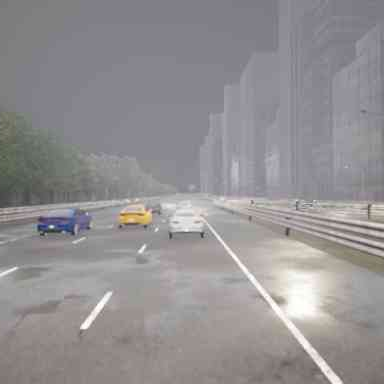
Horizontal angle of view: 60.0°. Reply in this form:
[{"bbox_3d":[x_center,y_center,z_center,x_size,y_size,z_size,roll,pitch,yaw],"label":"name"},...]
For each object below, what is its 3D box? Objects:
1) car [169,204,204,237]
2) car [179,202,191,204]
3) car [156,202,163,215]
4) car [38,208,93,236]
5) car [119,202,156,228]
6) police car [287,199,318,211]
[{"bbox_3d":[-0.326,1.651,18.677,1.812,1.442,4.674,-1,0,-1],"label":"car"},{"bbox_3d":[-0.815,1.787,37.146,1.812,1.442,4.674,-1,0,-1],"label":"car"},{"bbox_3d":[-4.324,1.845,37.547,2.033,1.411,5.357,-1,0,-1],"label":"car"},{"bbox_3d":[-7.360,1.677,19.783,1.882,1.535,5.008,-1,0,-2],"label":"car"},{"bbox_3d":[-3.969,1.674,23.877,1.882,1.535,5.008,-1,-1,-1],"label":"car"},{"bbox_3d":[14.652,1.707,44.852,1.930,1.638,5.238,-1,0,-20],"label":"police car"}]
